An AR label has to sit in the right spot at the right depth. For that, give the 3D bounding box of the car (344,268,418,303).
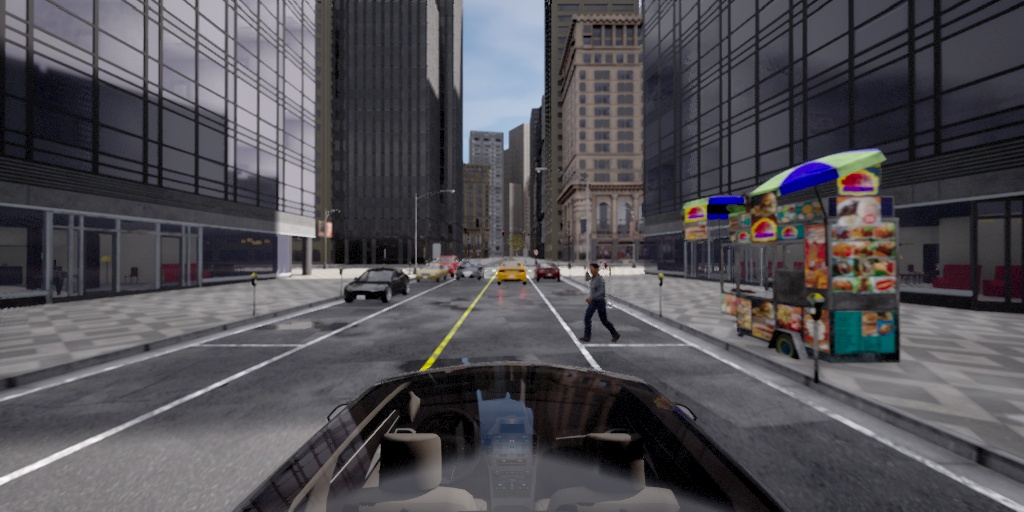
[{"bbox_3d":[-5.896,1.226,16.150,1.948,1.339,4.313,0,0,0],"label":"car"}]

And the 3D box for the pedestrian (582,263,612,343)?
[{"bbox_3d":[1.890,1.000,7.990,0.375,1.860,0.375,1,0,-18],"label":"pedestrian"}]

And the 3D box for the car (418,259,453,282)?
[{"bbox_3d":[-5.926,1.132,26.897,1.751,1.417,4.829,0,0,0],"label":"car"}]

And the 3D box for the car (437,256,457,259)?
[{"bbox_3d":[-5.942,0.899,32.526,2.192,1.841,5.009,0,0,0],"label":"car"}]

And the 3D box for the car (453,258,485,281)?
[{"bbox_3d":[-3.155,1.096,27.808,2.128,1.511,4.902,0,0,0],"label":"car"}]

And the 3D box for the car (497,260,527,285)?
[{"bbox_3d":[0.005,1.096,24.614,1.882,1.535,5.008,0,0,0],"label":"car"}]

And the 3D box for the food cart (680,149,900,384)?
[{"bbox_3d":[5.620,0.176,7.615,2.280,3.560,4.660,0,0,0],"label":"food cart"}]

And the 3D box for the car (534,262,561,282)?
[{"bbox_3d":[2.599,1.153,27.088,1.888,1.381,4.507,0,0,0],"label":"car"}]
